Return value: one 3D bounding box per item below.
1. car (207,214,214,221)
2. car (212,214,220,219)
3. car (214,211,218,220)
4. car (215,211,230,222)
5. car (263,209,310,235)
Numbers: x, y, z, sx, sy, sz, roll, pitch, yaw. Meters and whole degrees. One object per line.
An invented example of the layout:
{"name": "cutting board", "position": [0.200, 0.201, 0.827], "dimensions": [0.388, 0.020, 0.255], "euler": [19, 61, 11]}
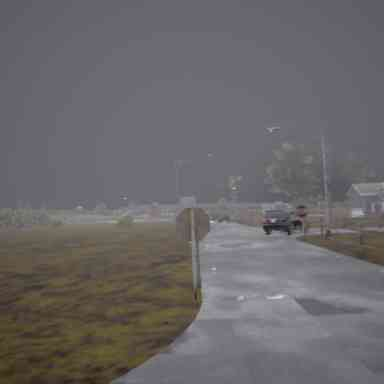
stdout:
{"name": "car", "position": [3.222, 5.547, 71.594], "dimensions": [1.837, 1.490, 4.892], "euler": [-2, -4, 1]}
{"name": "car", "position": [6.252, 6.463, 87.540], "dimensions": [1.994, 1.385, 4.181], "euler": [-2, -4, 1]}
{"name": "car", "position": [6.052, 5.487, 76.939], "dimensions": [2.150, 2.045, 5.566], "euler": [-2, -4, 1]}
{"name": "car", "position": [5.895, 4.825, 61.698], "dimensions": [1.837, 1.490, 4.892], "euler": [-2, -3, 1]}
{"name": "car", "position": [7.953, 2.499, 27.940], "dimensions": [2.150, 2.045, 5.566], "euler": [-6, -7, 38]}
